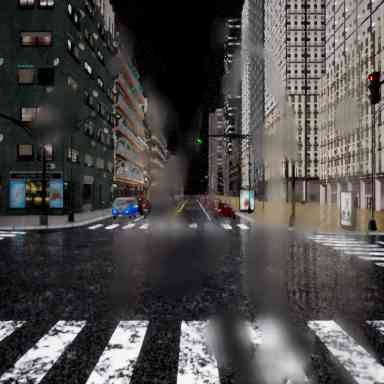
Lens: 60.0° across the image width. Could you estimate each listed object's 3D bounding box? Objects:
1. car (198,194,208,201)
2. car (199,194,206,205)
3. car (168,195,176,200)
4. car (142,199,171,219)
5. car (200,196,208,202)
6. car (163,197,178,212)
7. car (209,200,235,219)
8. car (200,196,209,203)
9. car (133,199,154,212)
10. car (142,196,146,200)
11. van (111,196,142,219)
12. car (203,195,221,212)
[{"bbox_3d":[2.719,1.382,83.677,2.192,1.841,5.009,0,0,0],"label":"car"},{"bbox_3d":[2.712,1.473,56.039,1.967,1.590,4.097,0,0,0],"label":"car"},{"bbox_3d":[-5.660,1.649,94.735,1.947,1.339,4.313,0,0,0],"label":"car"},{"bbox_3d":[-3.111,1.577,29.590,1.994,1.385,4.181,0,0,-2],"label":"car"},{"bbox_3d":[2.716,1.642,78.149,1.802,1.307,4.206,0,0,0],"label":"car"},{"bbox_3d":[-3.090,1.621,39.706,1.895,1.301,4.718,0,0,0],"label":"car"},{"bbox_3d":[2.705,1.594,28.401,1.802,1.307,4.206,0,0,0],"label":"car"},{"bbox_3d":[2.715,1.598,72.622,1.887,1.381,4.507,0,0,0],"label":"car"},{"bbox_3d":[-5.673,1.564,39.460,1.887,1.381,4.507,0,0,0],"label":"car"},{"bbox_3d":[-5.673,1.331,33.932,2.192,1.841,5.009,0,0,0],"label":"car"},{"bbox_3d":[-5.674,1.354,28.404,1.690,1.788,3.998,0,0,0],"label":"van"},{"bbox_3d":[2.708,1.460,39.457,1.967,1.590,4.097,0,0,0],"label":"car"}]
